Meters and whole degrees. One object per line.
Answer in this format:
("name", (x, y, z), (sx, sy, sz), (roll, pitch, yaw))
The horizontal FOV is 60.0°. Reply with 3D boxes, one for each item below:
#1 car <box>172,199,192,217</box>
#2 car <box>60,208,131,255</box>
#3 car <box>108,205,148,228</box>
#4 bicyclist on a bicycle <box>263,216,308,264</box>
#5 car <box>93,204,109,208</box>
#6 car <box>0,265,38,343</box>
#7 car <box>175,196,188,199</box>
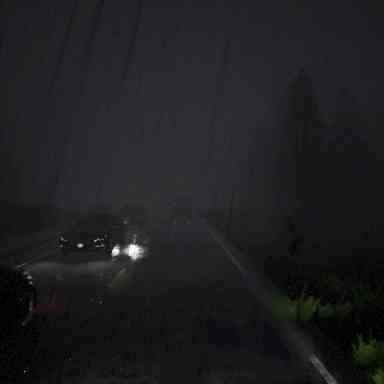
("car", (-0.999, 1.797, 34.140), (1.812, 1.442, 4.674), (0, 0, -1))
("car", (-4.010, 1.649, 14.139), (1.837, 1.490, 4.892), (0, 0, -2))
("car", (-4.323, 1.713, 24.175), (2.128, 1.511, 4.902), (0, 0, -2))
("bicyclist on a bicycle", (2.987, 1.558, 10.024), (1.656, 1.620, 0.582), (4, -1, -2))
("car", (-7.290, 1.721, 26.817), (1.816, 1.474, 4.193), (5, -1, -4))
("car", (-3.694, 1.630, 4.219), (1.994, 1.385, 4.181), (0, 0, -2))
("car", (-1.405, 1.585, 45.519), (2.150, 2.045, 5.566), (0, 0, -2))
